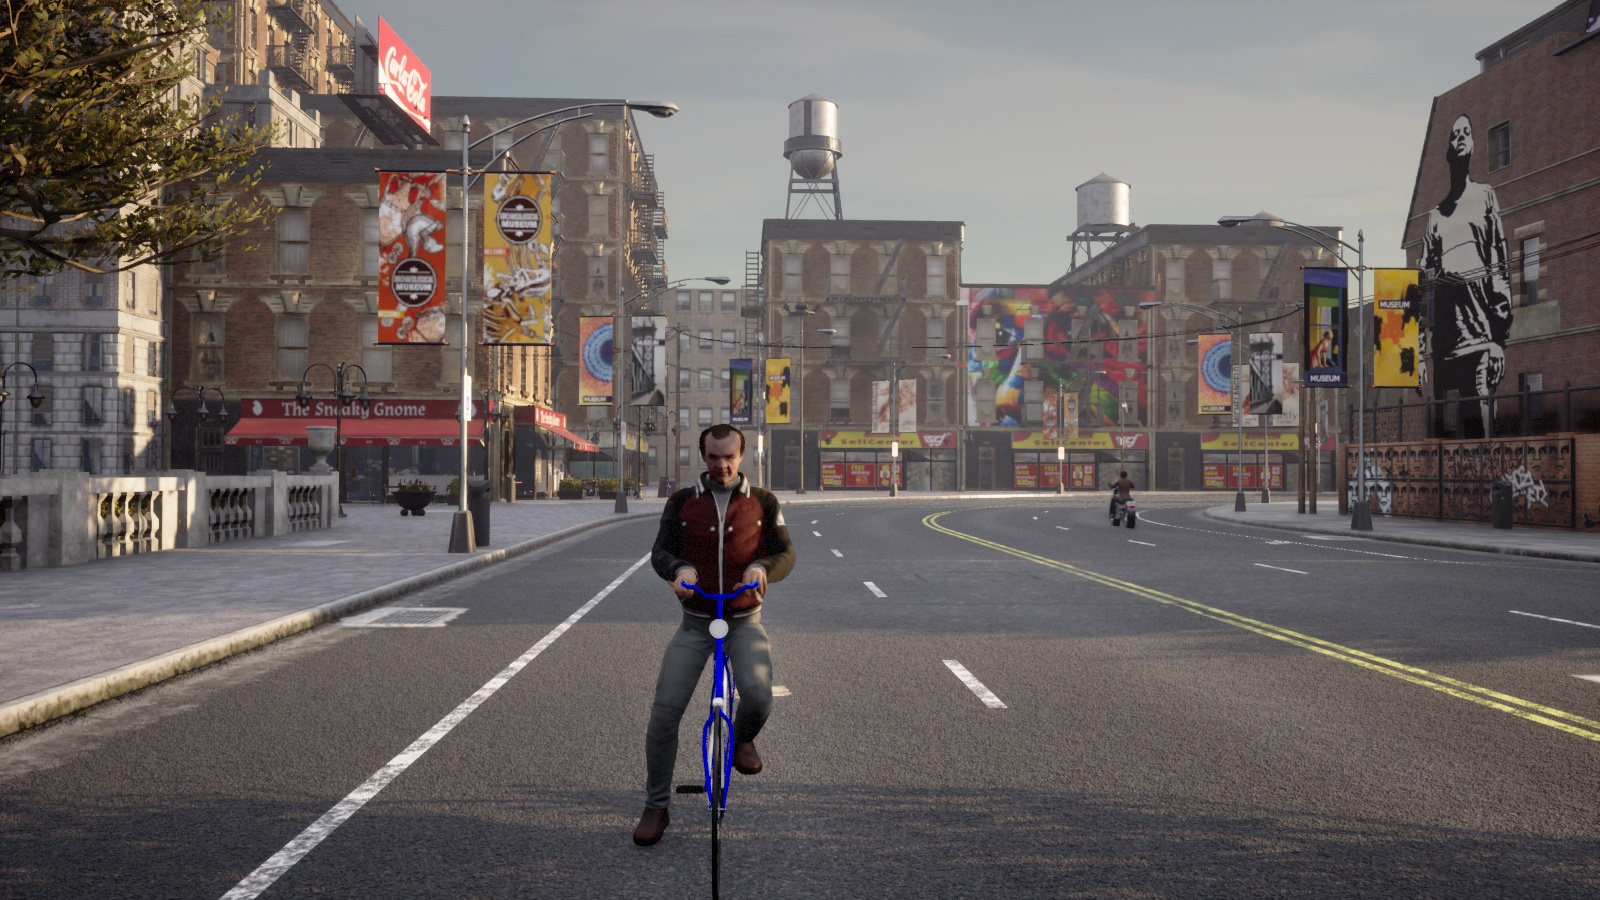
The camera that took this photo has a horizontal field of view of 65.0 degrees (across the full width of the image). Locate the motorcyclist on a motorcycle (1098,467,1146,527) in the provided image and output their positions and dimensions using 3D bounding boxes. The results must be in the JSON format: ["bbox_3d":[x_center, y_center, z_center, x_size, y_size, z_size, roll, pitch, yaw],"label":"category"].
[{"bbox_3d":[9.142,1.327,35.728,0.766,1.649,2.350,0,-1,1],"label":"motorcyclist on a motorcycle"}]

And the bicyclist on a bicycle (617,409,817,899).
[{"bbox_3d":[-0.317,0.772,5.098,0.659,1.776,1.843,0,-1,-3],"label":"bicyclist on a bicycle"}]
